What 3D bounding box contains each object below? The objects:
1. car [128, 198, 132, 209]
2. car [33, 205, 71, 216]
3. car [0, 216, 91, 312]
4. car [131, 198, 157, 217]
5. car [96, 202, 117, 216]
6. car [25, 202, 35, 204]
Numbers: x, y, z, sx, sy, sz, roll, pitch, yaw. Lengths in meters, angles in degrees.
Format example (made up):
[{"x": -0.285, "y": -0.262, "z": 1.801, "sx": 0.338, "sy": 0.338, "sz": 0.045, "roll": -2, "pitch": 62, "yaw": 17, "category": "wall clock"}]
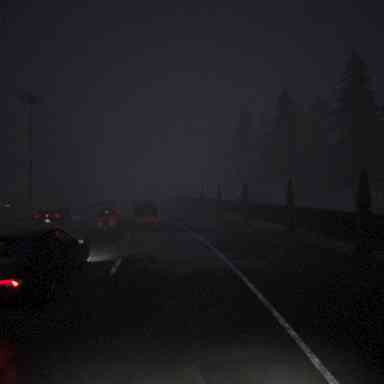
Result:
[{"x": -7.572, "y": 1.489, "z": 44.951, "sx": 1.882, "sy": 1.535, "sz": 5.008, "roll": 0, "pitch": 0, "yaw": -12, "category": "car"}, {"x": -10.037, "y": 1.623, "z": 24.182, "sx": 1.895, "sy": 1.301, "sz": 4.718, "roll": 0, "pitch": 0, "yaw": -12, "category": "car"}, {"x": -3.865, "y": 1.556, "z": 7.917, "sx": 2.033, "sy": 1.411, "sz": 5.357, "roll": 0, "pitch": 0, "yaw": -5, "category": "car"}, {"x": -4.389, "y": 1.483, "z": 31.017, "sx": 1.882, "sy": 1.535, "sz": 5.008, "roll": 0, "pitch": 0, "yaw": -12, "category": "car"}, {"x": -8.475, "y": 1.617, "z": 33.295, "sx": 1.895, "sy": 1.301, "sz": 4.718, "roll": 0, "pitch": 0, "yaw": -13, "category": "car"}, {"x": -28.693, "y": 1.564, "z": 58.637, "sx": 2.128, "sy": 1.511, "sz": 4.902, "roll": 0, "pitch": 0, "yaw": -12, "category": "car"}]
